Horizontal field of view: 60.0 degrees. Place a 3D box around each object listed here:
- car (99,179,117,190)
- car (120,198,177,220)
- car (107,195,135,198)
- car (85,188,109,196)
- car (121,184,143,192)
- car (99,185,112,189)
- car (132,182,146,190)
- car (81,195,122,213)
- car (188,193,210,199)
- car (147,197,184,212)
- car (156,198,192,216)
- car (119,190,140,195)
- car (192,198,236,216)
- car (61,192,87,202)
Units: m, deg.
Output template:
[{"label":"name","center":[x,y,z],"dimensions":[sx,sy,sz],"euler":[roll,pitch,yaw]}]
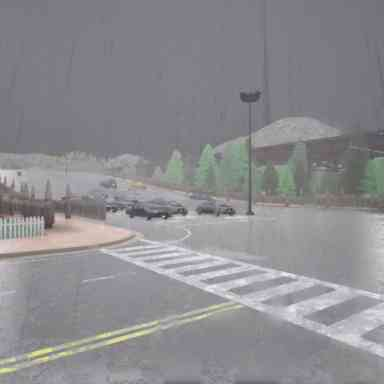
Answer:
[{"label":"car","center":[-17.640,-1.706,70.007],"dimensions":[2.150,2.045,5.566],"euler":[0,7,-37]},{"label":"car","center":[-3.832,1.543,28.257],"dimensions":[2.033,1.411,5.357],"euler":[0,0,-37]},{"label":"car","center":[-8.210,1.412,39.818],"dimensions":[1.994,1.385,4.181],"euler":[0,2,-37]},{"label":"car","center":[-14.242,0.635,47.823],"dimensions":[2.097,1.767,4.553],"euler":[0,4,-37]},{"label":"car","center":[-11.517,-0.063,61.984],"dimensions":[1.895,1.301,4.718],"euler":[0,7,-37]},{"label":"car","center":[-15.455,0.170,55.344],"dimensions":[1.837,1.490,4.892],"euler":[0,6,-37]},{"label":"car","center":[-11.943,-1.425,74.037],"dimensions":[1.882,1.535,5.008],"euler":[0,7,-37]},{"label":"car","center":[-9.909,1.451,36.262],"dimensions":[2.033,1.411,5.357],"euler":[0,2,-37]},{"label":"car","center":[1.150,0.933,56.789],"dimensions":[2.128,1.511,4.902],"euler":[0,4,-37]},{"label":"car","center":[-3.206,1.424,39.010],"dimensions":[1.882,1.535,5.008],"euler":[0,1,-37]},{"label":"car","center":[-2.203,1.555,31.902],"dimensions":[1.994,1.385,4.181],"euler":[0,0,-37]},{"label":"car","center":[-9.324,1.008,47.112],"dimensions":[1.882,1.535,5.008],"euler":[0,4,-37]},{"label":"car","center":[2.215,1.558,31.874],"dimensions":[1.994,1.385,4.181],"euler":[0,0,-37]},{"label":"car","center":[-16.101,0.904,44.468],"dimensions":[1.837,1.490,4.892],"euler":[0,4,-37]}]
